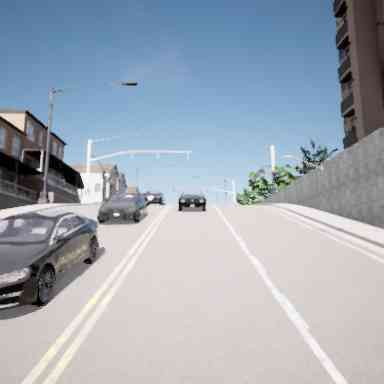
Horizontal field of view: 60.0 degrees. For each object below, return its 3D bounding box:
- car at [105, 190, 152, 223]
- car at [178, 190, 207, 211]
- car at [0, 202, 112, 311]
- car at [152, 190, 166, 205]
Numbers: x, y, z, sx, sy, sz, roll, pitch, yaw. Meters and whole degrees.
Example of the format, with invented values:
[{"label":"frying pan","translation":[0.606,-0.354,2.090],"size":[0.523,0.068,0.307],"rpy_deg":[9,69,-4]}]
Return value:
[{"label":"car","translation":[-3.564,0.769,17.708],"size":[1.994,1.385,4.181],"rpy_deg":[0,3,0]},{"label":"car","translation":[0.025,0.536,23.313],"size":[1.895,1.301,4.718],"rpy_deg":[0,2,0]},{"label":"car","translation":[-3.574,1.250,7.621],"size":[2.128,1.511,4.902],"rpy_deg":[0,3,0]},{"label":"car","translation":[-3.543,0.531,31.019],"size":[2.128,1.511,4.902],"rpy_deg":[0,-4,1]}]
